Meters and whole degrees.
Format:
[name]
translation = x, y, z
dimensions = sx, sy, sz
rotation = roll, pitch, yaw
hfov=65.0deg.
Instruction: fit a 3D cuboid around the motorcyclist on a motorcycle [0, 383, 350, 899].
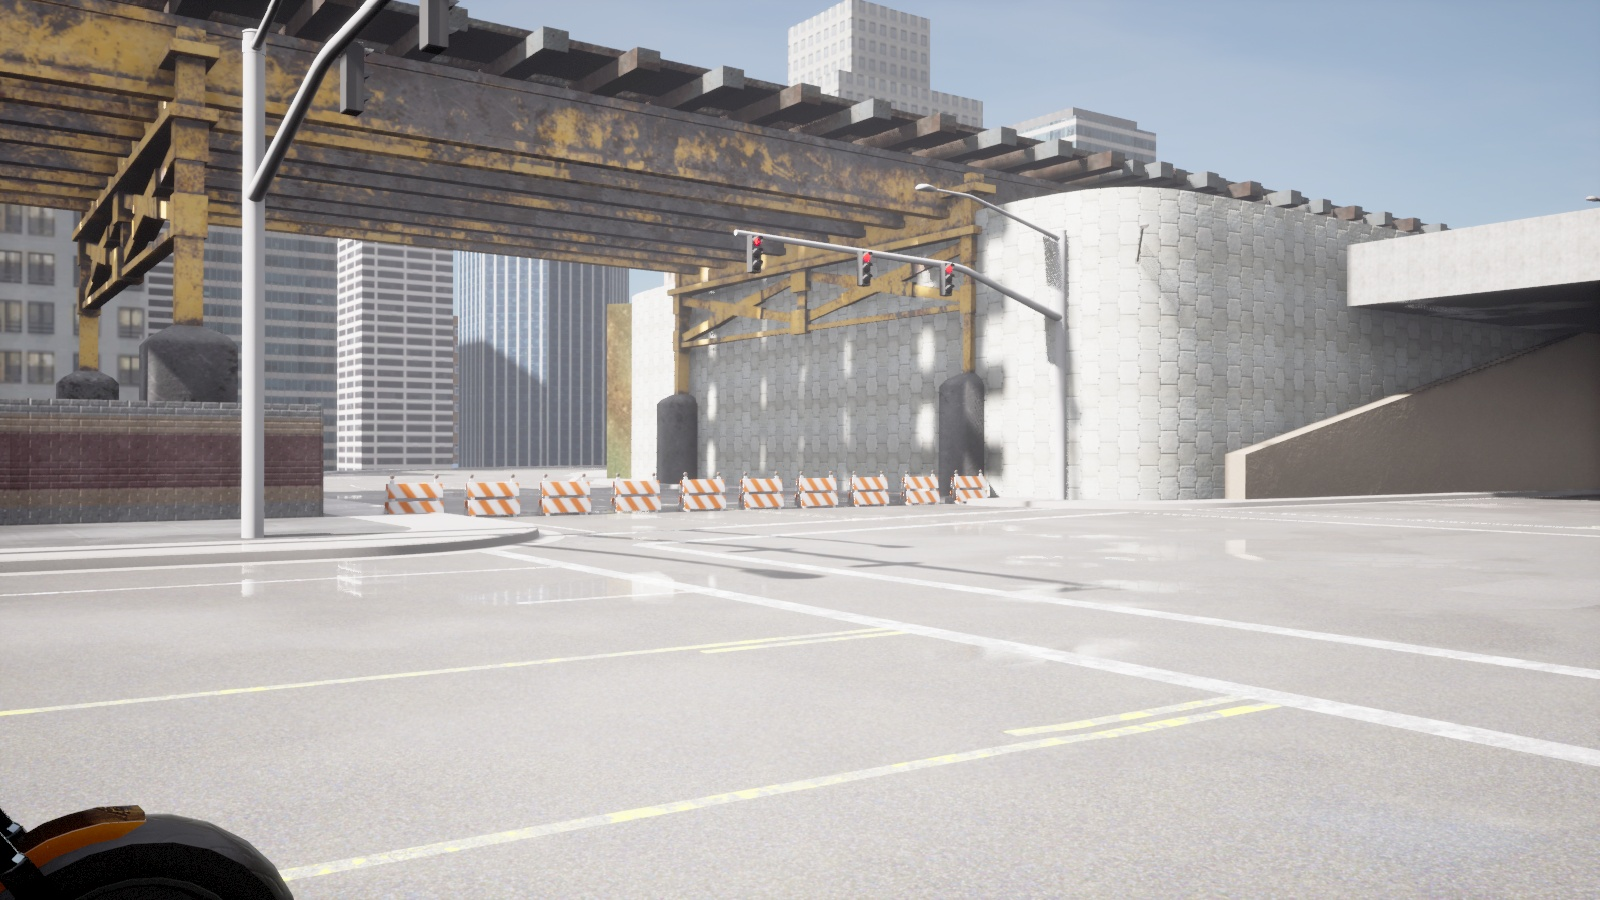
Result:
[motorcyclist on a motorcycle]
translation = -2.109, 0.705, 2.229
dimensions = 2.350, 1.649, 0.766
rotation = 0, 0, -34
